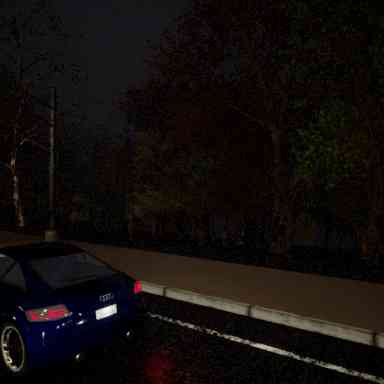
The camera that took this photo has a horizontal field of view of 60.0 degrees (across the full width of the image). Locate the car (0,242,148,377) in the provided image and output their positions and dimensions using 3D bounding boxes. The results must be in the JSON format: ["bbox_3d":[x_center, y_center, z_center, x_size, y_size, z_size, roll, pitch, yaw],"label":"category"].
[{"bbox_3d":[-2.747,1.563,5.628,4.181,1.385,1.994,0,0,37],"label":"car"}]
